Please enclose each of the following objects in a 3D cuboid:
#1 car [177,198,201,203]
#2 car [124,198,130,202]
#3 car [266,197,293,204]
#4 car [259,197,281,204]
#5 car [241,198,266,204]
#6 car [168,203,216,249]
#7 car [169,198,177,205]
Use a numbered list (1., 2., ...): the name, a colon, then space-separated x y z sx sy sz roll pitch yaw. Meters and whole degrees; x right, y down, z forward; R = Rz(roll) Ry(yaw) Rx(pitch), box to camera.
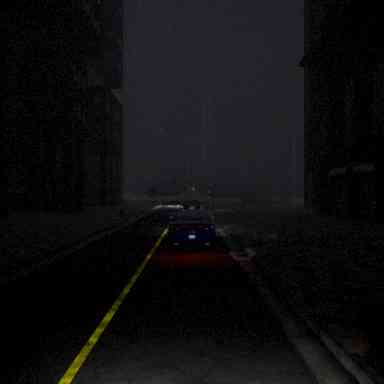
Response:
1. car: 0.000 1.380 29.621 2.097 1.767 4.553 0 0 0
2. car: -14.770 1.428 67.332 4.403 1.369 2.008 1 -1 0
3. car: 17.952 1.885 67.422 4.829 1.417 1.752 1 -1 0
4. car: 17.791 1.914 75.946 4.403 1.369 2.008 1 -1 0
5. car: 12.139 1.836 67.423 4.313 1.339 1.947 1 -1 0
6. car: 0.000 1.487 14.650 1.882 1.535 5.008 0 0 0
7. car: -3.000 1.707 59.621 1.895 1.301 4.718 0 0 0
